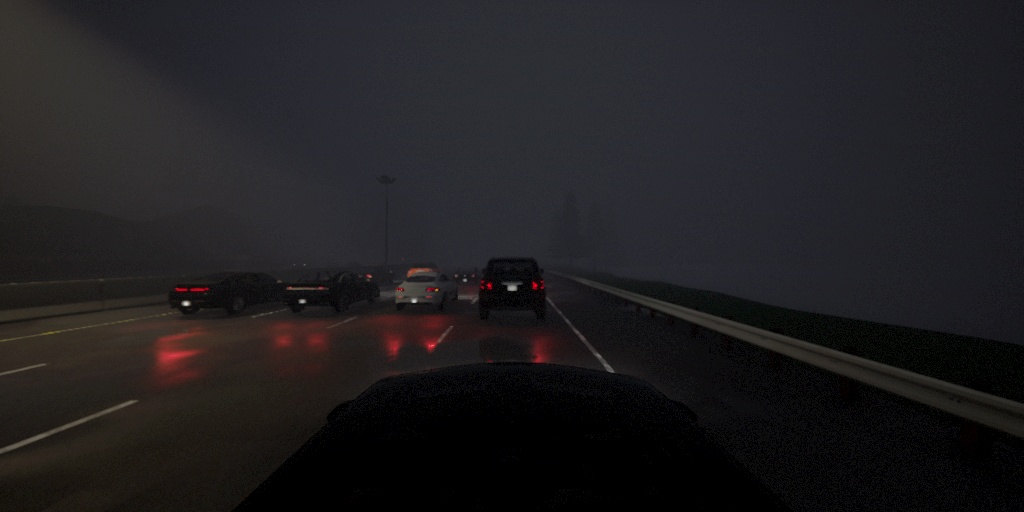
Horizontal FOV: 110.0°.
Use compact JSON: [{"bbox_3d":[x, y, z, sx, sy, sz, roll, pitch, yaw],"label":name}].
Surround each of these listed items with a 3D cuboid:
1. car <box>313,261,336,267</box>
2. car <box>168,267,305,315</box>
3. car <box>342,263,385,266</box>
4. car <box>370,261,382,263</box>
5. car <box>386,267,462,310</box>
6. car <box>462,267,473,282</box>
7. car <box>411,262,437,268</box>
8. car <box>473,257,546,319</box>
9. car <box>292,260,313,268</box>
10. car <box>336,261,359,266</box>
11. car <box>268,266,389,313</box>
[{"bbox_3d":[-28.593,1.585,56.400,2.128,1.511,4.902,0,0,-4],"label":"car"},{"bbox_3d":[-10.462,1.328,13.959,1.837,1.490,4.892,0,-1,0],"label":"car"},{"bbox_3d":[-10.481,1.458,27.216,2.033,1.411,5.357,0,0,0],"label":"car"},{"bbox_3d":[-21.638,1.574,56.821,1.882,1.535,5.008,0,0,-4],"label":"car"},{"bbox_3d":[-3.454,1.359,15.043,1.812,1.442,4.674,0,0,1],"label":"car"},{"bbox_3d":[-3.467,1.522,28.757,1.895,1.301,4.718,0,0,0],"label":"car"},{"bbox_3d":[-6.961,1.275,29.277,2.097,1.767,4.553,0,0,0],"label":"car"},{"bbox_3d":[0.030,1.046,13.262,2.150,2.045,5.566,0,0,0],"label":"car"},{"bbox_3d":[-32.012,1.440,55.593,2.097,1.767,4.553,0,0,-4],"label":"car"},{"bbox_3d":[-25.089,1.584,56.161,2.128,1.511,4.902,0,0,-4],"label":"car"},{"bbox_3d":[-6.959,1.321,14.370,2.128,1.511,4.902,0,0,0],"label":"car"}]
